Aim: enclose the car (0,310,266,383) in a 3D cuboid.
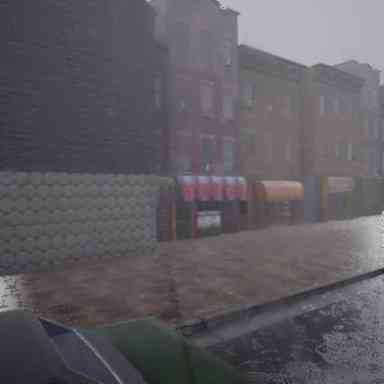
[{"bbox_3d":[-1.816,1.604,1.775,4.718,1.301,1.895,0,0,-35],"label":"car"}]
